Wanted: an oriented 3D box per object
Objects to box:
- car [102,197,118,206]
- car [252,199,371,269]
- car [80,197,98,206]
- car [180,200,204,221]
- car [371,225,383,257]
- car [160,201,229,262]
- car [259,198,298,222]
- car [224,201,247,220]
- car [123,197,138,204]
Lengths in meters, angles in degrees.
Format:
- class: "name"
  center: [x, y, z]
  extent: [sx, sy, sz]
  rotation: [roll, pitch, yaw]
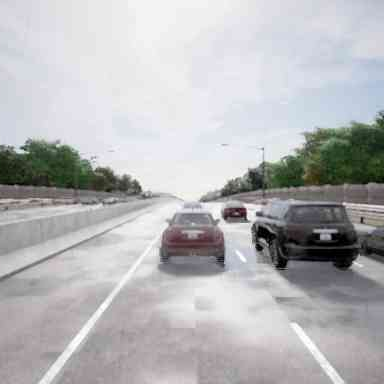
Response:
- class: "car"
  center: [-14.061, 1.626, 57.335]
  extent: [2.128, 1.511, 4.902]
  rotation: [0, -1, 0]
- class: "car"
  center: [3.533, 1.269, 11.421]
  extent: [2.150, 2.045, 5.566]
  rotation: [0, 0, 0]
- class: "car"
  center: [-17.560, 1.636, 57.093]
  extent: [1.837, 1.490, 4.892]
  rotation: [0, 0, 0]
- class: "car"
  center: [0.046, 1.539, 28.731]
  extent: [1.882, 1.535, 5.008]
  rotation: [0, 0, 0]
- class: "car"
  center: [7.023, 1.591, 10.408]
  extent: [2.033, 1.411, 5.357]
  rotation: [0, 0, 1]
- class: "car"
  center: [0.041, 1.400, 12.551]
  extent: [2.097, 1.767, 4.553]
  rotation: [0, 0, 0]
- class: "car"
  center: [7.038, 1.413, 27.558]
  extent: [2.097, 1.767, 4.553]
  rotation: [0, 0, 0]
- class: "car"
  center: [3.545, 1.539, 28.748]
  extent: [1.882, 1.535, 5.008]
  rotation: [0, 0, 0]
- class: "car"
  center: [-10.563, 1.614, 57.379]
  extent: [1.882, 1.535, 5.008]
  rotation: [0, 0, 0]
